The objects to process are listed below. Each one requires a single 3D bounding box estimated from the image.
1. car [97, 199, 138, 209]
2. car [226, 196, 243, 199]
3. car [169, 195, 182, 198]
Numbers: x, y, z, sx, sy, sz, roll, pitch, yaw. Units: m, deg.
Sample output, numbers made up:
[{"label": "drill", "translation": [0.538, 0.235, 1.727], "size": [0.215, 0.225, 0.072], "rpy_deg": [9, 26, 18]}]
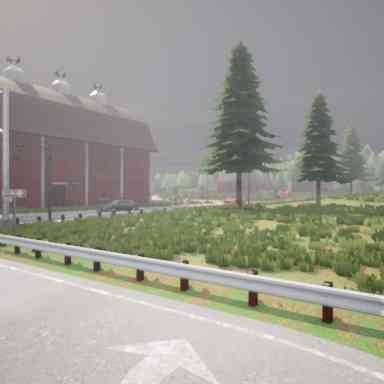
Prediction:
[{"label": "car", "translation": [-7.789, 1.523, 34.824], "size": [1.837, 1.490, 4.892], "rpy_deg": [0, 0, 37]}, {"label": "car", "translation": [6.753, 1.369, 54.338], "size": [2.097, 1.767, 4.553], "rpy_deg": [0, 0, 37]}, {"label": "car", "translation": [-4.305, 1.515, 85.492], "size": [1.816, 1.474, 4.193], "rpy_deg": [0, 0, 36]}]
